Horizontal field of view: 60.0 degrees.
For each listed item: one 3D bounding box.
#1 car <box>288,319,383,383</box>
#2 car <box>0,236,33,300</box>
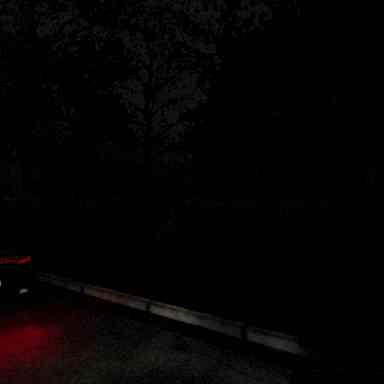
[{"bbox_3d":[2.646,1.351,1.476,4.553,1.767,2.097,0,0,36],"label":"car"},{"bbox_3d":[-5.539,1.488,7.378,5.008,1.535,1.882,0,0,36],"label":"car"}]
